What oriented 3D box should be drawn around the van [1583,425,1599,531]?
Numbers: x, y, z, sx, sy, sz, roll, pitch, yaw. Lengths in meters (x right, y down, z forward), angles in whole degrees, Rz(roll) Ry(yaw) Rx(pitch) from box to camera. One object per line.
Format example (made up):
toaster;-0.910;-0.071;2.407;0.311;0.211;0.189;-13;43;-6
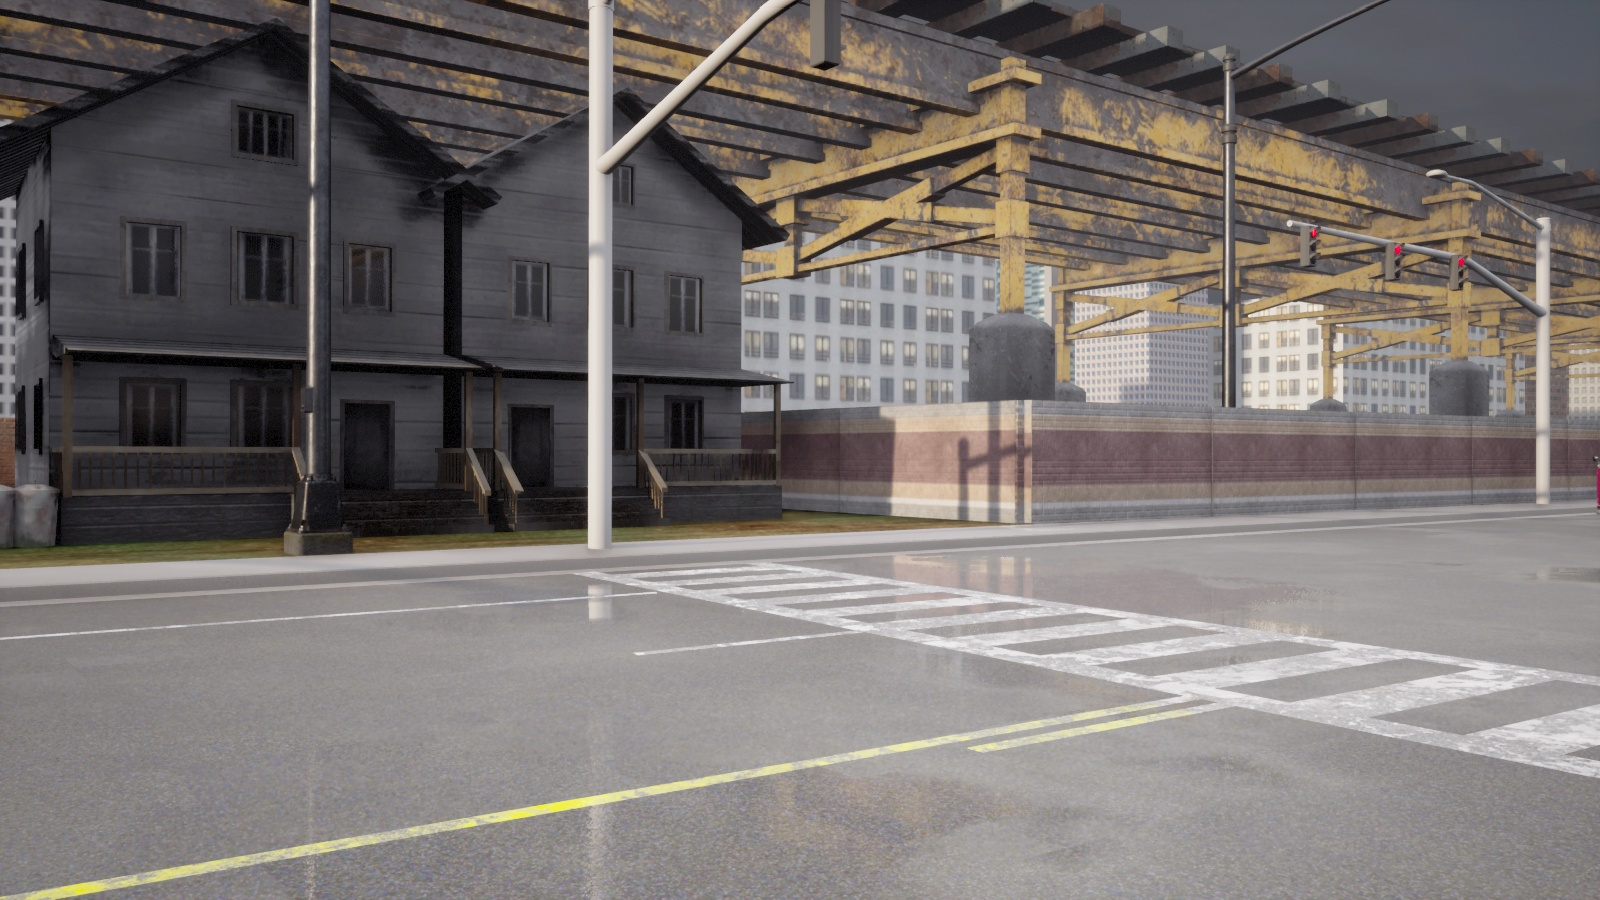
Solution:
van;17.075;0.521;24.209;4.442;1.987;1.775;0;0;-35
